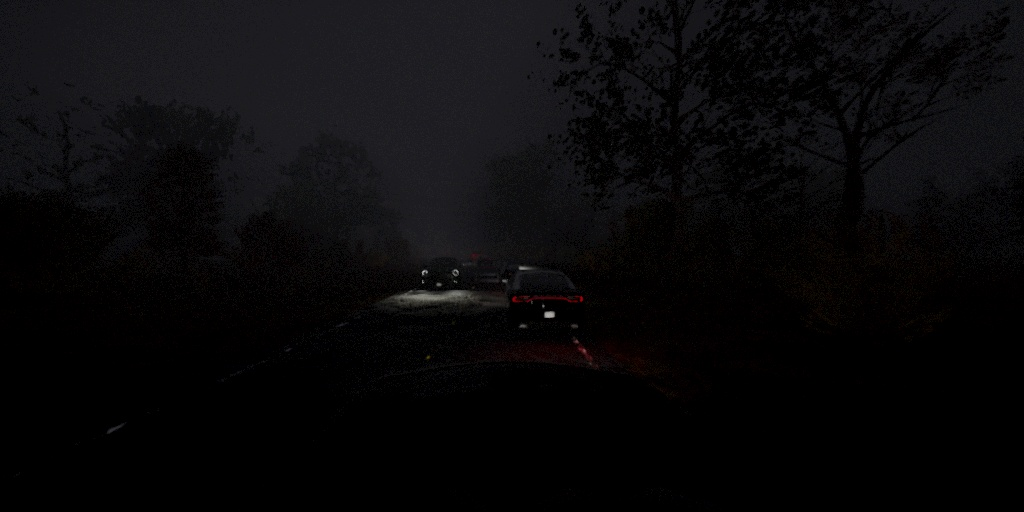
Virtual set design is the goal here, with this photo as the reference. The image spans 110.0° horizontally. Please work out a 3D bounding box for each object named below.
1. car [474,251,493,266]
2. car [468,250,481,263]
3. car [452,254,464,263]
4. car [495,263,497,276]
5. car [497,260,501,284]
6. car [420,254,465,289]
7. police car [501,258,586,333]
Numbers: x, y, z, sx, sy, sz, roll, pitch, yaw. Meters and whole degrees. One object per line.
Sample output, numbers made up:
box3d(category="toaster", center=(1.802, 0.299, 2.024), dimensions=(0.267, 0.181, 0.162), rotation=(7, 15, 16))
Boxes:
box3d(category="car", center=(-3.700, 0.522, 47.851), dimensions=(1.882, 1.535, 5.008), rotation=(0, 1, -9))
box3d(category="car", center=(-6.220, 0.055, 61.730), dimensions=(2.150, 2.045, 5.566), rotation=(0, 1, -13))
box3d(category="car", center=(-9.284, 0.377, 61.097), dimensions=(1.812, 1.442, 4.674), rotation=(0, 1, -11))
box3d(category="car", center=(-0.221, 0.896, 26.428), dimensions=(1.812, 1.442, 4.674), rotation=(0, 1, -5))
box3d(category="car", center=(0.241, 0.988, 20.399), dimensions=(1.812, 1.442, 4.674), rotation=(0, 1, -4))
box3d(category="car", center=(-3.807, 0.824, 20.231), dimensions=(2.097, 1.767, 4.553), rotation=(0, 1, -4))
box3d(category="police car", center=(0.740, 1.040, 10.442), dimensions=(1.930, 1.638, 5.238), rotation=(0, 1, -2))
